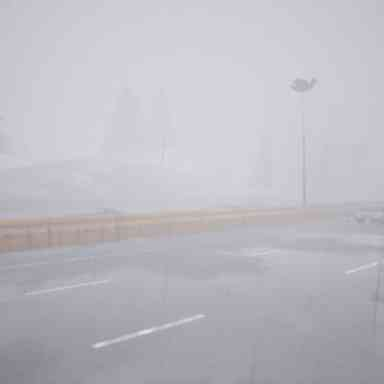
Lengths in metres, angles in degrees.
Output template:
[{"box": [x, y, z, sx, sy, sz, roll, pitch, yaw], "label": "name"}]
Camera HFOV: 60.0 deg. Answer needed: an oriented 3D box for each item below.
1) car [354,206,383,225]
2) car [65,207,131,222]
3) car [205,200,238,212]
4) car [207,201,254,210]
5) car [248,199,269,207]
[{"box": [13.720, 1.676, 24.297, 4.718, 1.301, 1.895, 0, -1, -42], "label": "car"}, {"box": [-7.094, 1.825, 25.095, 4.718, 1.301, 1.895, 0, 0, -39], "label": "car"}, {"box": [3.986, 1.841, 43.898, 4.181, 1.385, 1.994, 0, -1, -41], "label": "car"}, {"box": [3.096, 1.746, 29.176, 4.181, 1.385, 1.994, 0, -1, -41], "label": "car"}, {"box": [7.840, 1.741, 42.603, 4.892, 1.490, 1.837, 0, -1, -41], "label": "car"}]
